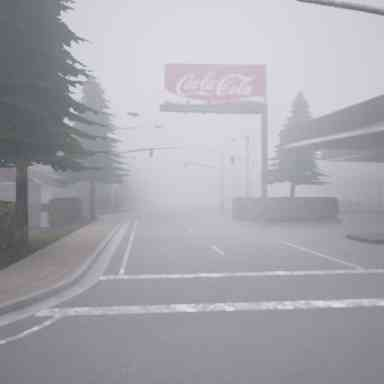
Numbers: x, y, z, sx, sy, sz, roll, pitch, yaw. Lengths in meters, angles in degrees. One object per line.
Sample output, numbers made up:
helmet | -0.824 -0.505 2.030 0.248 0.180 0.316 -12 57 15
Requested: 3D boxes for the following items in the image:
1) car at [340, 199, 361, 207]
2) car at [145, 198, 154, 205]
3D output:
car | 30.694 2.069 64.641 2.007 1.523 4.514 0 -1 -8
car | -9.380 2.127 74.102 1.812 1.442 4.674 0 -1 -8
